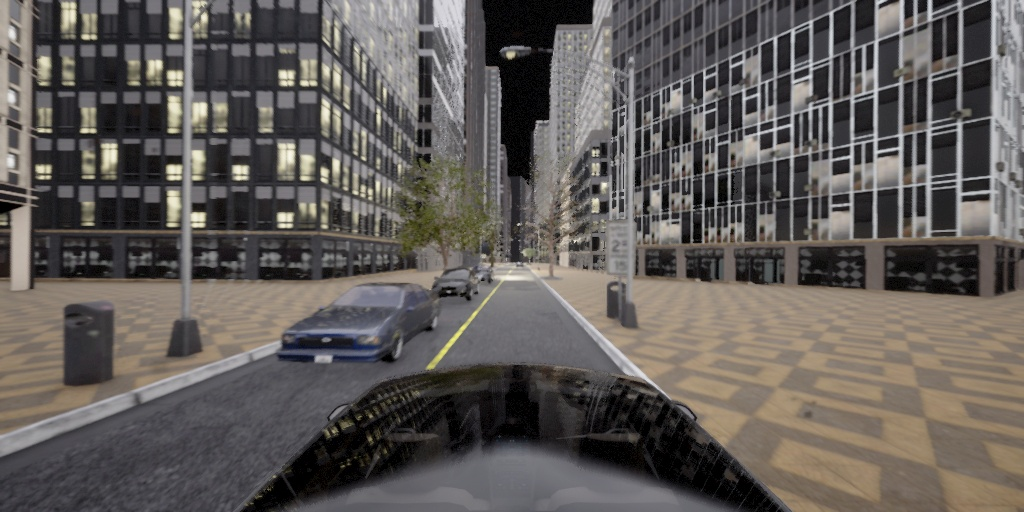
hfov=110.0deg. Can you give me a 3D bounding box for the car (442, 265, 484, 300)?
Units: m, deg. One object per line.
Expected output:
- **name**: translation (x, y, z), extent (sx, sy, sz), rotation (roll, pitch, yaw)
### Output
- **car**: translation (-2.801, 1.380, 18.621), extent (1.837, 1.490, 4.892), rotation (0, 0, 1)

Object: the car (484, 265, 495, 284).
- **car**: translation (-2.523, 1.475, 30.124), extent (2.128, 1.511, 4.902), rotation (0, -1, 2)

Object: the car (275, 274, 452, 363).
- **car**: translation (-3.037, 1.332, 8.558), extent (2.033, 1.411, 5.357), rotation (0, -1, 1)
